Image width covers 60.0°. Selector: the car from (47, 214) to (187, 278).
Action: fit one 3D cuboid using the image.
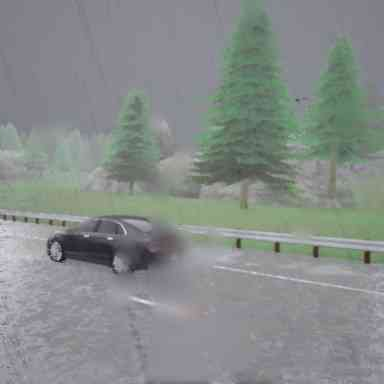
[{"bbox_3d":[-2.418,1.442,10.016,4.892,1.490,1.837,1,0,36],"label":"car"}]
